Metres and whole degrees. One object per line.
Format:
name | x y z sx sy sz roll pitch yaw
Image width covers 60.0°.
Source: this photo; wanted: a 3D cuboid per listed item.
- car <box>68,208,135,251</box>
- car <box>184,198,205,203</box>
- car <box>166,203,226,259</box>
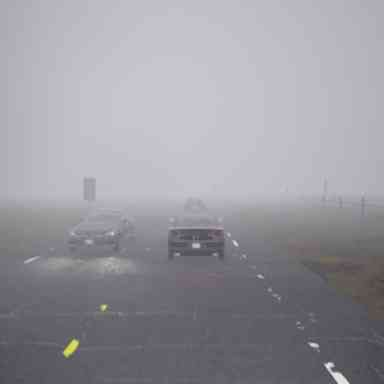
car | -3.524 1.434 13.758 1.812 1.442 4.674 0 0 0
car | 0.238 1.197 30.110 1.994 1.385 4.181 0 1 0
car | 0.144 1.402 12.322 1.882 1.535 5.008 0 1 0
